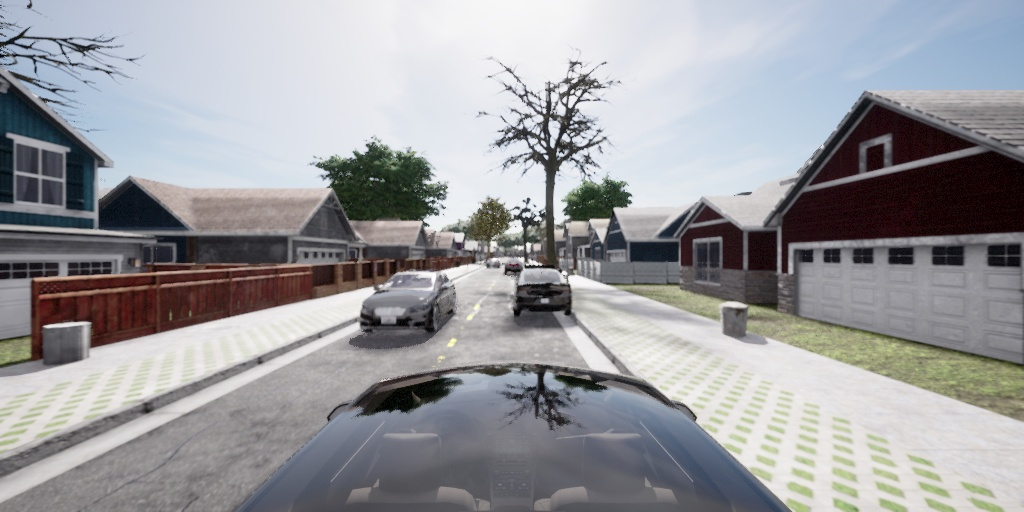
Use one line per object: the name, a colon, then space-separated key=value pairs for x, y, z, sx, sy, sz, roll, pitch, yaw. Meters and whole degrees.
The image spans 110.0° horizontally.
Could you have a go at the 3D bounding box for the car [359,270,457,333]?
car: x=-2.825 y=1.202 z=10.689 sx=2.128 sy=1.511 sz=4.902 roll=0 pitch=0 yaw=0

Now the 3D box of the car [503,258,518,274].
car: x=0.171 y=1.087 z=37.509 sx=1.837 sy=1.490 sz=4.892 roll=0 pitch=1 yaw=1

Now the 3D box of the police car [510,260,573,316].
police car: x=0.996 y=1.123 z=13.315 sx=1.930 sy=1.638 sz=5.238 roll=0 pitch=0 yaw=0

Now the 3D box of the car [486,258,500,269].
car: x=-2.677 y=0.994 z=51.133 sx=2.128 sy=1.511 sz=4.902 roll=0 pitch=1 yaw=0
